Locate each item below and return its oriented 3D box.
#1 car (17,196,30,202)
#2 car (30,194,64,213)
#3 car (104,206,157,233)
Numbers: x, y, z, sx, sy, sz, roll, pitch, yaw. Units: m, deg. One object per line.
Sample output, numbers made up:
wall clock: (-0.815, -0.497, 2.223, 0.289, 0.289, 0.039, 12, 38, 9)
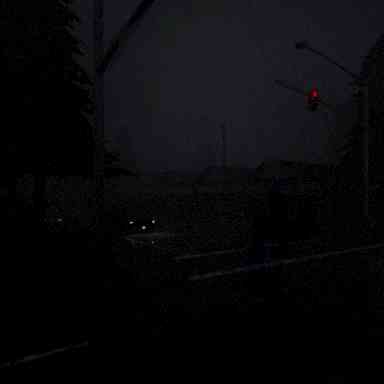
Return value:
car: (-24.093, 1.374, 47.167, 4.902, 1.511, 2.128, 1, -1, 7)
car: (-15.849, 1.236, 36.573, 2.150, 2.045, 5.566, 0, 0, -35)
car: (-4.194, 1.561, 20.366, 2.033, 1.411, 5.357, 0, 0, -36)
